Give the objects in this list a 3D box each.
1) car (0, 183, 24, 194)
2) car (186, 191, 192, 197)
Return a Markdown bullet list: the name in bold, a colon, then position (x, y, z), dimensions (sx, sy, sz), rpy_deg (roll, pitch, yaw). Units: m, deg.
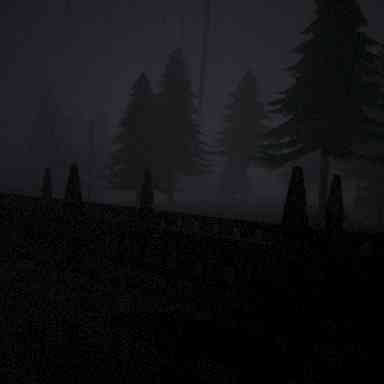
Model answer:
- **car**: position (-20.895, -0.216, 36.181), dimensions (2.128, 1.511, 4.902), rpy_deg (4, 2, 37)
- **car**: position (-1.895, 0.132, 55.448), dimensions (1.895, 1.301, 4.718), rpy_deg (4, 2, 37)
